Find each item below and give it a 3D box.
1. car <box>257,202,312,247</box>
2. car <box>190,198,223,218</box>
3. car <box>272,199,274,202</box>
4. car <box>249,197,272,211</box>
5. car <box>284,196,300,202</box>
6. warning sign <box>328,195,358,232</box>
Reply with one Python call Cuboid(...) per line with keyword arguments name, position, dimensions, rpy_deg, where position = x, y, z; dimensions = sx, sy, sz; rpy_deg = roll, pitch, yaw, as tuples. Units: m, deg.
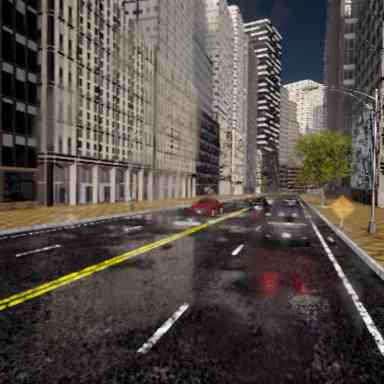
Cuboid(name="car", position=(4.336, 1.438, 15.083), dimensions=(2.128, 1.511, 4.902), rpy_deg=(1, 1, 17))
Cuboid(name="car", position=(1.284, 1.227, 28.015), dimensions=(1.882, 1.535, 5.008), rpy_deg=(1, 1, 17))
Cuboid(name="car", position=(10.590, 1.340, 47.062), dimensions=(1.895, 1.301, 4.718), rpy_deg=(1, 1, 17))
Cuboid(name="car", position=(7.376, 1.290, 36.385), dimensions=(1.837, 1.490, 4.892), rpy_deg=(1, 1, 17))
Cuboid(name="car", position=(13.260, 1.313, 44.355), dimensions=(2.128, 1.511, 4.902), rpy_deg=(1, 1, 17))
Cuboid(name="warning sign", position=(8.095, 1.107, 17.906), dimensions=(1.300, 1.860, 1.060), rpy_deg=(2, 2, 17))
